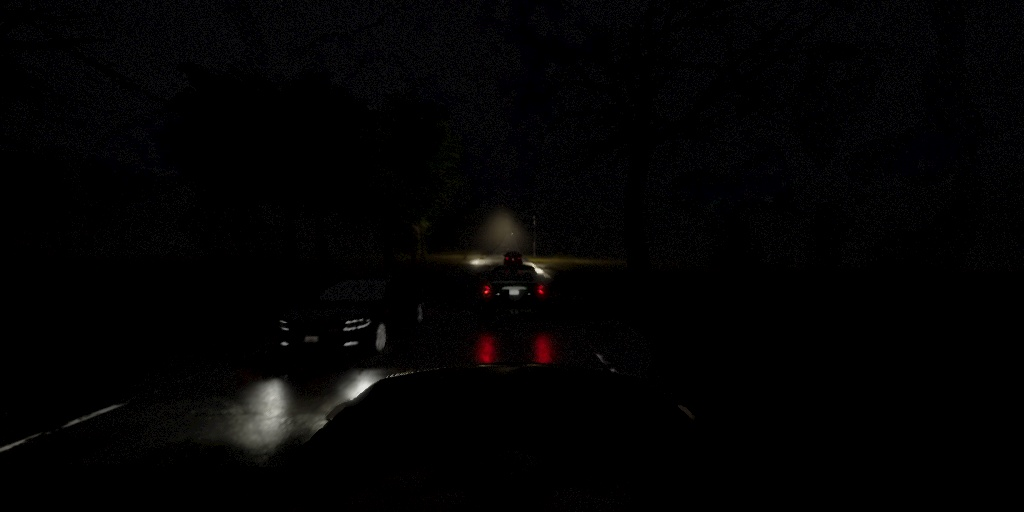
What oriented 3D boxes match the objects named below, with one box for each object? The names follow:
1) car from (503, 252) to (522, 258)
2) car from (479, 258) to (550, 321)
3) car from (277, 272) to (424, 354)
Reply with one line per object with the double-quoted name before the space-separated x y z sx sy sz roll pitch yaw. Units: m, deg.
"car" 0.109 0.447 45.177 2.150 2.045 5.566 0 1 0
"car" 0.079 1.061 12.483 2.097 1.767 4.553 0 0 0
"car" -3.583 1.208 8.910 1.882 1.535 5.008 0 0 0
